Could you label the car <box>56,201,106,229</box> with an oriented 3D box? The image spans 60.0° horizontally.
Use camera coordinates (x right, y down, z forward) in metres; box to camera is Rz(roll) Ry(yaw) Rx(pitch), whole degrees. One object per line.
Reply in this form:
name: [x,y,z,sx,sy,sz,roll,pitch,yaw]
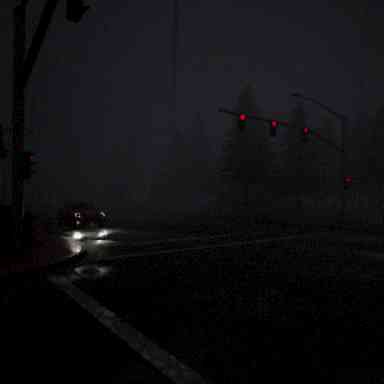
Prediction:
car: [-7.414,1.418,22.117,2.097,1.767,4.553,1,-1,-37]
